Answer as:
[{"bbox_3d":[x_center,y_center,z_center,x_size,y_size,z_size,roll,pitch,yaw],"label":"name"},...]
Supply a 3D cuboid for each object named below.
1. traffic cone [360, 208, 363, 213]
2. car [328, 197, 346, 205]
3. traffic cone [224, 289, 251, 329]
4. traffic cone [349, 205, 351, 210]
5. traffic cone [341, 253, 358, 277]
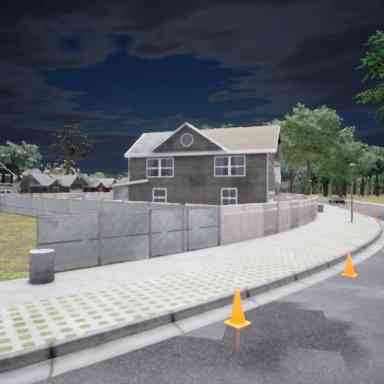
[{"bbox_3d":[17.382,1.842,34.033,0.340,0.580,0.340,0,0,13],"label":"traffic cone"},{"bbox_3d":[23.110,1.434,53.196,1.895,1.301,4.718,0,0,13],"label":"car"},{"bbox_3d":[0.778,1.953,5.685,0.340,0.580,0.340,0,0,-41],"label":"traffic cone"},{"bbox_3d":[18.548,1.822,38.895,0.340,0.580,0.340,0,0,13],"label":"traffic cone"},{"bbox_3d":[4.240,1.945,8.959,0.340,0.580,0.340,0,0,44],"label":"traffic cone"}]
